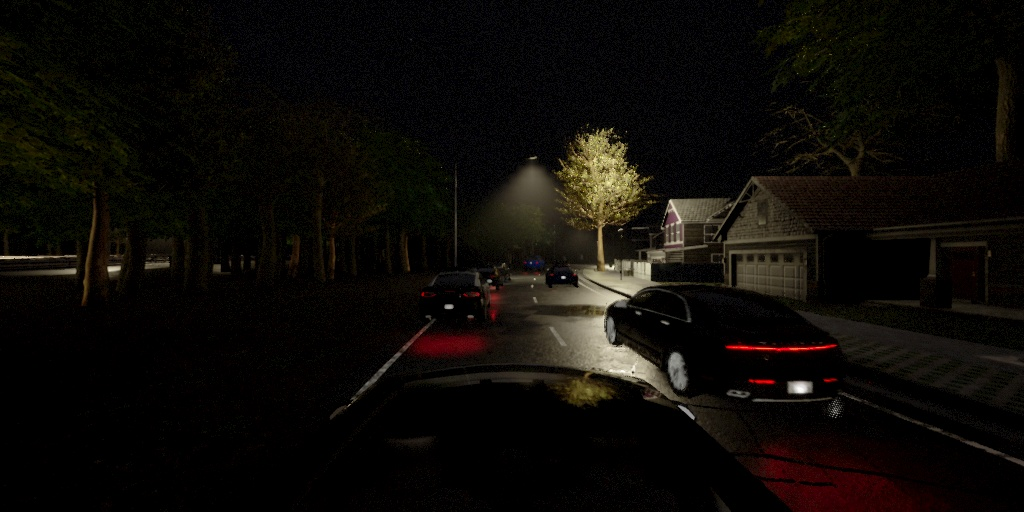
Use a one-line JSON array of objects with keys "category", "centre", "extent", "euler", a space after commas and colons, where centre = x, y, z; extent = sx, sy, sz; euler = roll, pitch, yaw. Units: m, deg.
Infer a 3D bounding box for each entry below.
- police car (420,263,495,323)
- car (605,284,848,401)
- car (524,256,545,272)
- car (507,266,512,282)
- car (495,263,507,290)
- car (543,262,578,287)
[{"category": "police car", "centre": [-1.749, 1.177, 12.344], "extent": [1.930, 1.638, 5.238], "euler": [0, 0, -1]}, {"category": "car", "centre": [3.188, 1.257, 6.553], "extent": [1.837, 1.490, 4.892], "euler": [0, 0, -3]}, {"category": "car", "centre": [3.068, 0.978, 47.912], "extent": [2.150, 2.045, 5.566], "euler": [0, 0, 14]}, {"category": "car", "centre": [-1.130, 1.260, 28.144], "extent": [1.837, 1.490, 4.892], "euler": [0, 0, 5]}, {"category": "car", "centre": [-1.553, 1.279, 22.186], "extent": [1.812, 1.442, 4.674], "euler": [0, 0, 3]}, {"category": "car", "centre": [3.349, 1.317, 24.392], "extent": [1.994, 1.385, 4.181], "euler": [0, 0, 4]}]
